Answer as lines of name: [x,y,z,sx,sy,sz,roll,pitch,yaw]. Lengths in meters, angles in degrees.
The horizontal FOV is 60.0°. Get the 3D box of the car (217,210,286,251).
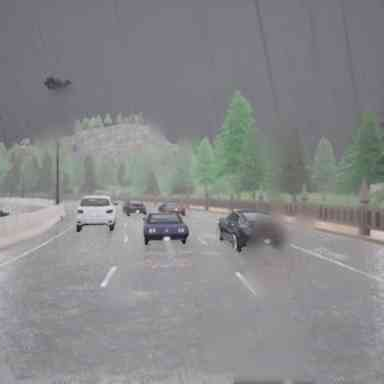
car: [2.357,1.526,14.177,1.837,1.490,4.892,0,0,-8]

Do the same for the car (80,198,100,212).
car: [-12.533,1.579,40.709,1.837,1.490,4.892,0,0,-24]

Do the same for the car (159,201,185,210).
car: [-2.083,1.618,32.999,1.994,1.385,4.181,0,0,-18]

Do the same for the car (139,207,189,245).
car: [-1.404,1.627,15.891,1.895,1.301,4.718,0,0,-9]

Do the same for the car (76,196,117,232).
car: [-5.935,1.259,20.904,2.150,2.045,5.566,0,0,-12]

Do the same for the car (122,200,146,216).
car: [-5.820,1.562,33.234,1.837,1.490,4.892,0,0,-18]
